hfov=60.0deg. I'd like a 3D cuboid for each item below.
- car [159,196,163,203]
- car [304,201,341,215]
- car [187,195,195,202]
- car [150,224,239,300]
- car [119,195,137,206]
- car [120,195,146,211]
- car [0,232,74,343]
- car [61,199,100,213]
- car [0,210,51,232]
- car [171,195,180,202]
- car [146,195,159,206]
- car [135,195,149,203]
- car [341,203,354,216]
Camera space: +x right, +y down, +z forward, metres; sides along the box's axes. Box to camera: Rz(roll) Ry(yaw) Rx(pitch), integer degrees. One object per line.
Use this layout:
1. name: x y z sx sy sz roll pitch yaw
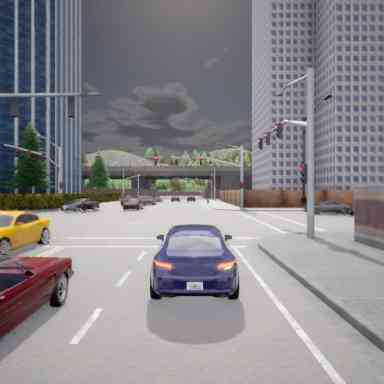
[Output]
1. car: -7.153 1.592 70.380 1.895 1.301 4.718 0 0 0
2. car: 13.557 1.564 33.508 4.181 1.385 1.994 0 0 0
3. car: -0.162 1.477 74.568 1.837 1.490 4.892 0 0 0
4. car: 0.060 1.526 8.292 1.812 1.442 4.674 0 0 0
5. car: -10.706 1.352 56.084 2.097 1.767 4.553 0 0 0
6. car: -7.188 1.477 40.747 1.882 1.535 5.008 0 0 0
7. car: -3.450 1.601 5.023 1.895 1.301 4.718 0 0 0
8. car: -12.231 1.492 36.788 2.128 1.511 4.902 1 0 23
9. car: -7.128 1.477 12.641 1.882 1.535 5.008 0 0 0
10. car: -3.662 1.501 74.560 1.812 1.442 4.674 0 0 0
11. car: -7.207 1.352 55.220 2.097 1.767 4.553 0 0 0
12. car: -10.655 1.519 71.204 2.128 1.511 4.902 0 0 0
13. car: 16.223 1.564 30.001 4.181 1.385 1.994 0 0 0
